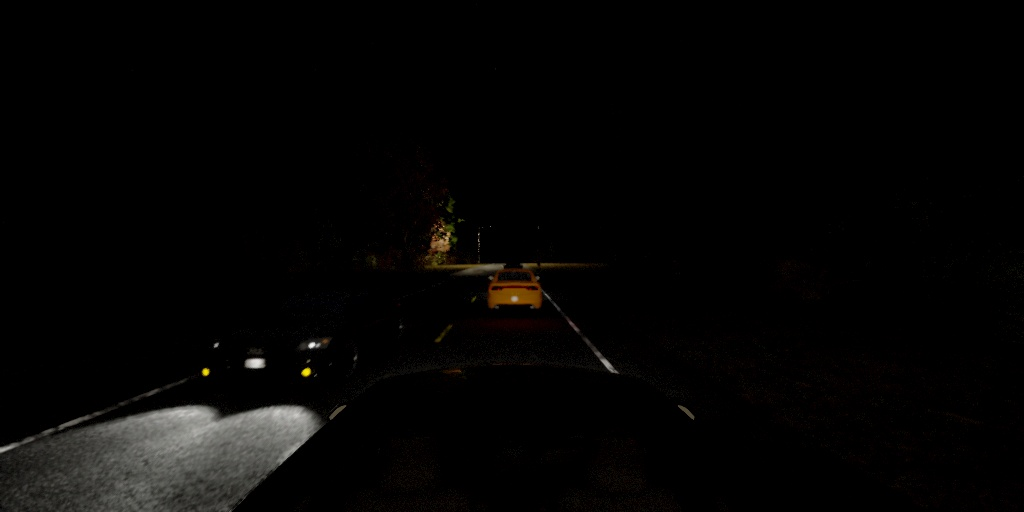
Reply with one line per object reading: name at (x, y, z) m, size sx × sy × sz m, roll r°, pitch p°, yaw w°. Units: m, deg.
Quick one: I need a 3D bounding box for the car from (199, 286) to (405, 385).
car at (-3.577, 1.309, 6.996) m, size 1.994 × 1.385 × 4.181 m, roll 0°, pitch 0°, yaw 0°

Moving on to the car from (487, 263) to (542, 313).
car at (0.091, 1.218, 14.011) m, size 1.882 × 1.535 × 5.008 m, roll 0°, pitch 0°, yaw 0°
